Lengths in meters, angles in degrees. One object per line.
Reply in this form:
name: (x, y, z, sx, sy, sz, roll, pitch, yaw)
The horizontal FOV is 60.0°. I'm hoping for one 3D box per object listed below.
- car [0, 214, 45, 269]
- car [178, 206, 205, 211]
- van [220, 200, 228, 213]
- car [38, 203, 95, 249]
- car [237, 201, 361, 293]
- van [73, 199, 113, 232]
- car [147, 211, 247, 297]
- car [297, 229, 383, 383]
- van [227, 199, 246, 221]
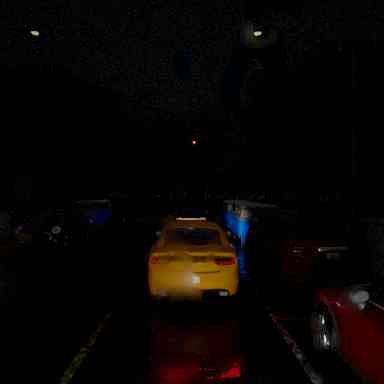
car: (-5.807, 1.525, 8.593, 1.752, 1.417, 4.829, 0, 0, 0)
car: (-0.048, 1.493, 18.137, 2.128, 1.511, 4.902, 0, 0, 0)
van: (2.660, 1.343, 19.683, 1.690, 1.788, 3.998, 0, 0, 0)
car: (-5.836, 1.441, 14.200, 1.967, 1.590, 4.097, 0, 0, 0)
car: (2.717, 1.315, 8.808, 2.192, 1.841, 5.009, 0, 0, 0)
van: (-5.865, 1.343, 19.638, 1.690, 1.788, 3.998, 0, 0, 0)
car: (0.039, 1.478, 8.635, 1.882, 1.535, 5.008, 0, 0, 0)
car: (2.746, 1.440, 3.370, 1.967, 1.590, 4.097, 0, 0, 0)
van: (2.689, 1.342, 14.245, 1.690, 1.788, 3.998, 0, 0, 0)
